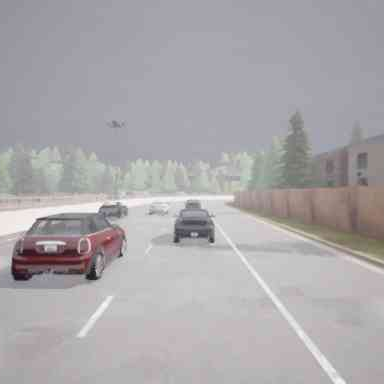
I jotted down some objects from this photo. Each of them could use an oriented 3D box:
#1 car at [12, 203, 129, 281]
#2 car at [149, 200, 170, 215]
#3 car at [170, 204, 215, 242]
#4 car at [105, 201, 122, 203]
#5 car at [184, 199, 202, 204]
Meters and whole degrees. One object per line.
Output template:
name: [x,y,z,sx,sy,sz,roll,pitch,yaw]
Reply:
car: [-3.398,1.380,10.118,2.097,1.767,4.553,0,0,0]
car: [-3.394,1.626,35.577,1.812,1.442,4.674,0,0,0]
car: [0.103,1.553,16.596,1.837,1.490,4.892,0,0,0]
car: [-6.897,1.576,29.514,2.128,1.511,4.902,0,0,0]
car: [0.104,1.618,39.557,1.837,1.490,4.892,0,0,0]
